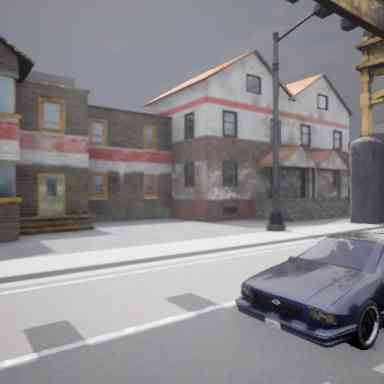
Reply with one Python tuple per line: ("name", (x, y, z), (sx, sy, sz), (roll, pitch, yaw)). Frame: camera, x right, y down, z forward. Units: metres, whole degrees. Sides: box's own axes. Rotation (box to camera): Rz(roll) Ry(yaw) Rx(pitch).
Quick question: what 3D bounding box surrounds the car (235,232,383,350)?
("car", (3.354, 1.519, 6.378), (5.357, 1.411, 2.033), (0, 0, -35))
